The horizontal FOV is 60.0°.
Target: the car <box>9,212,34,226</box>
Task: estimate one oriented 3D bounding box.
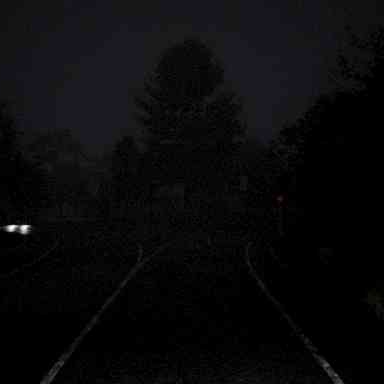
[{"bbox_3d":[-18.517,2.923,36.262,1.994,1.385,4.181,1,-3,-17],"label":"car"}]

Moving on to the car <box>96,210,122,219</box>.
[{"bbox_3d":[-13.598,3.691,54.529,4.181,1.385,1.994,1,-3,-37],"label":"car"}]

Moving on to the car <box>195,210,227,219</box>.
[{"bbox_3d":[3.217,3.837,57.210,5.357,1.411,2.033,0,-3,22],"label":"car"}]
